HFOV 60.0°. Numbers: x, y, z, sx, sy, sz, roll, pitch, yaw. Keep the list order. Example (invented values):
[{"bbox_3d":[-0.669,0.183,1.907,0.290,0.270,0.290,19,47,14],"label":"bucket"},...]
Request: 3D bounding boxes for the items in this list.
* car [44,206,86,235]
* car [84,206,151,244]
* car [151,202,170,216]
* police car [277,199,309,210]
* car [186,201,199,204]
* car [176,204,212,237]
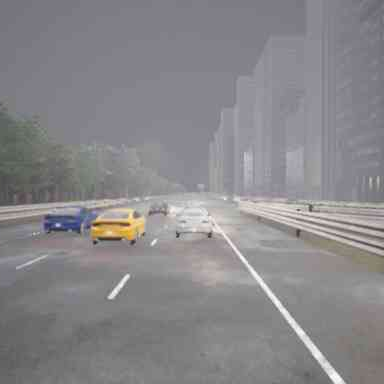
[{"bbox_3d":[-6.900,1.567,19.609,1.882,1.535,5.008,0,0,0],"label":"car"},{"bbox_3d":[-3.399,1.551,16.190,1.882,1.535,5.008,0,0,0],"label":"car"},{"bbox_3d":[-3.399,1.712,34.857,2.033,1.411,5.357,0,0,0],"label":"car"},{"bbox_3d":[11.535,1.671,38.149,1.930,1.638,5.238,0,0,-15],"label":"police car"},{"bbox_3d":[0.101,1.700,36.809,1.812,1.442,4.674,0,0,0],"label":"car"},{"bbox_3d":[0.088,1.609,18.295,1.812,1.442,4.674,0,0,0],"label":"car"}]
